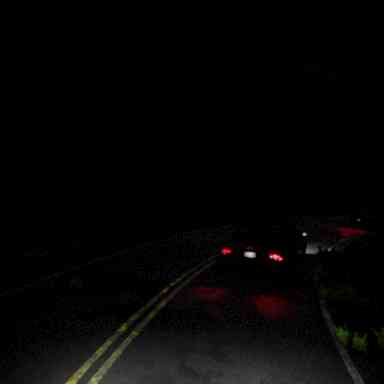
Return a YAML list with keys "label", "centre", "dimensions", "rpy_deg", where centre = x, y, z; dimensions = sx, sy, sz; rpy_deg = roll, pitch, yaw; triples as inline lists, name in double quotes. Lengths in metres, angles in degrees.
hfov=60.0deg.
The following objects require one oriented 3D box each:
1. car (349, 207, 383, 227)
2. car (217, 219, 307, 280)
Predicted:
- label: "car"
  centre: [13.177, 1.789, 23.705]
  dimensions: [5.008, 1.535, 1.882]
  rpy_deg: [2, 3, -36]
- label: "car"
  centre: [2.372, 1.551, 10.217]
  dimensions: [2.033, 1.411, 5.357]
  rpy_deg: [2, 1, 23]
